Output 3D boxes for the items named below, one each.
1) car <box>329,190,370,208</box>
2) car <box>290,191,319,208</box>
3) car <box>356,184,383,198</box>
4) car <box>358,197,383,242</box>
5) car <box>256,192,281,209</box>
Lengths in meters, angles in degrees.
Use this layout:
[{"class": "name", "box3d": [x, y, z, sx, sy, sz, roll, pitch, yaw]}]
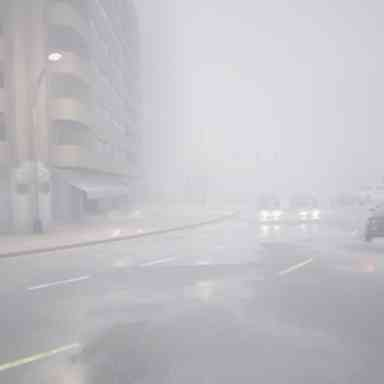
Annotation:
[{"class": "car", "box3d": [14.318, 0.740, 30.928, 1.895, 1.301, 4.718, -1, 1, 6]}, {"class": "car", "box3d": [10.783, 0.701, 32.203, 2.128, 1.511, 4.902, -1, 1, 5]}, {"class": "car", "box3d": [18.432, 0.215, 34.148, 2.150, 2.045, 5.566, -1, 1, 1]}, {"class": "car", "box3d": [8.044, 1.111, 13.170, 1.812, 1.442, 4.674, -1, 1, 34]}, {"class": "car", "box3d": [7.250, 0.797, 31.868, 2.128, 1.511, 4.902, -1, 1, 6]}]
